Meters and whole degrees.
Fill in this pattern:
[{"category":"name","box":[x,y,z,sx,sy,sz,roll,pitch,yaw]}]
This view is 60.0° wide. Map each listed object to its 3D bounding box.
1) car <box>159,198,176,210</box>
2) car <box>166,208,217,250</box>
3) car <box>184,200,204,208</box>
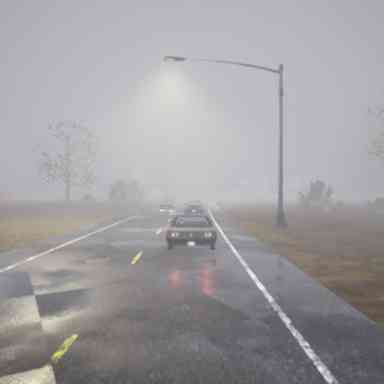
[{"category":"car","box":[-3.138,1.521,43.659,2.033,1.411,5.357,0,0,2]},{"category":"car","box":[-0.013,1.596,14.395,1.895,1.301,4.718,0,0,0]},{"category":"car","box":[0.213,1.513,32.003,1.812,1.442,4.674,0,0,1]}]
